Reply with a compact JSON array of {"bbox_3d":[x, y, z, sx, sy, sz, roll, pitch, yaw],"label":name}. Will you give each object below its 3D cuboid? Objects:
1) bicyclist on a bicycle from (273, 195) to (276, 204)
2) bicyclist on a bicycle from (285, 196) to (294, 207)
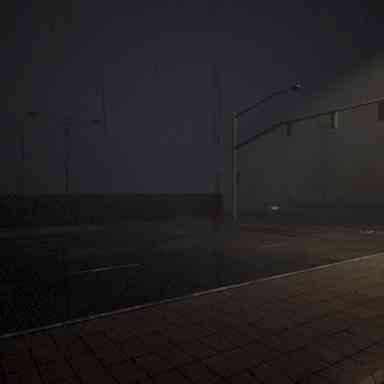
[{"bbox_3d":[13.433,1.300,54.042,0.582,1.620,1.656,0,0,22],"label":"bicyclist on a bicycle"},{"bbox_3d":[14.398,1.453,49.127,1.656,1.620,0.582,0,0,-22],"label":"bicyclist on a bicycle"}]
